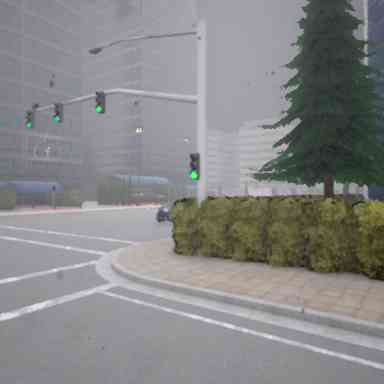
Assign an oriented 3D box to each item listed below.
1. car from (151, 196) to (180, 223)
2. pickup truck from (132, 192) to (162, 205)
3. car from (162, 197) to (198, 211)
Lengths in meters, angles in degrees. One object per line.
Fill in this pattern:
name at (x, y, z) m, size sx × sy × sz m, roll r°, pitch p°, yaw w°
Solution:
car at (-0.593, 1.359, 25.013) m, size 2.097 × 1.767 × 4.553 m, roll 0°, pitch 0°, yaw 35°
pickup truck at (-7.564, 1.080, 56.132) m, size 6.274 × 2.098 × 2.390 m, roll 0°, pitch 0°, yaw -24°
car at (-1.426, 1.491, 42.227) m, size 1.882 × 1.535 × 5.008 m, roll 0°, pitch 0°, yaw 35°
